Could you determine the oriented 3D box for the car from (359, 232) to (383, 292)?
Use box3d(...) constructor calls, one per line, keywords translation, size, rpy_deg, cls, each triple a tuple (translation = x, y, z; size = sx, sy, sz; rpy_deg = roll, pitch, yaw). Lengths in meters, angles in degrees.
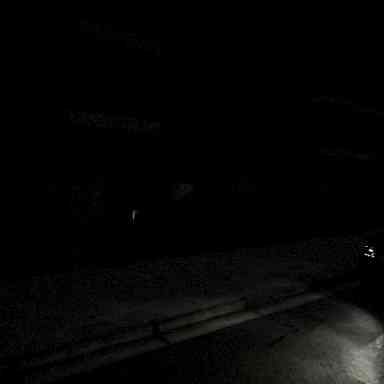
box3d(translation=(6.230, 1.223, 7.820), size=(5.566, 2.045, 2.150), rpy_deg=(0, 0, -35), cls="car")
